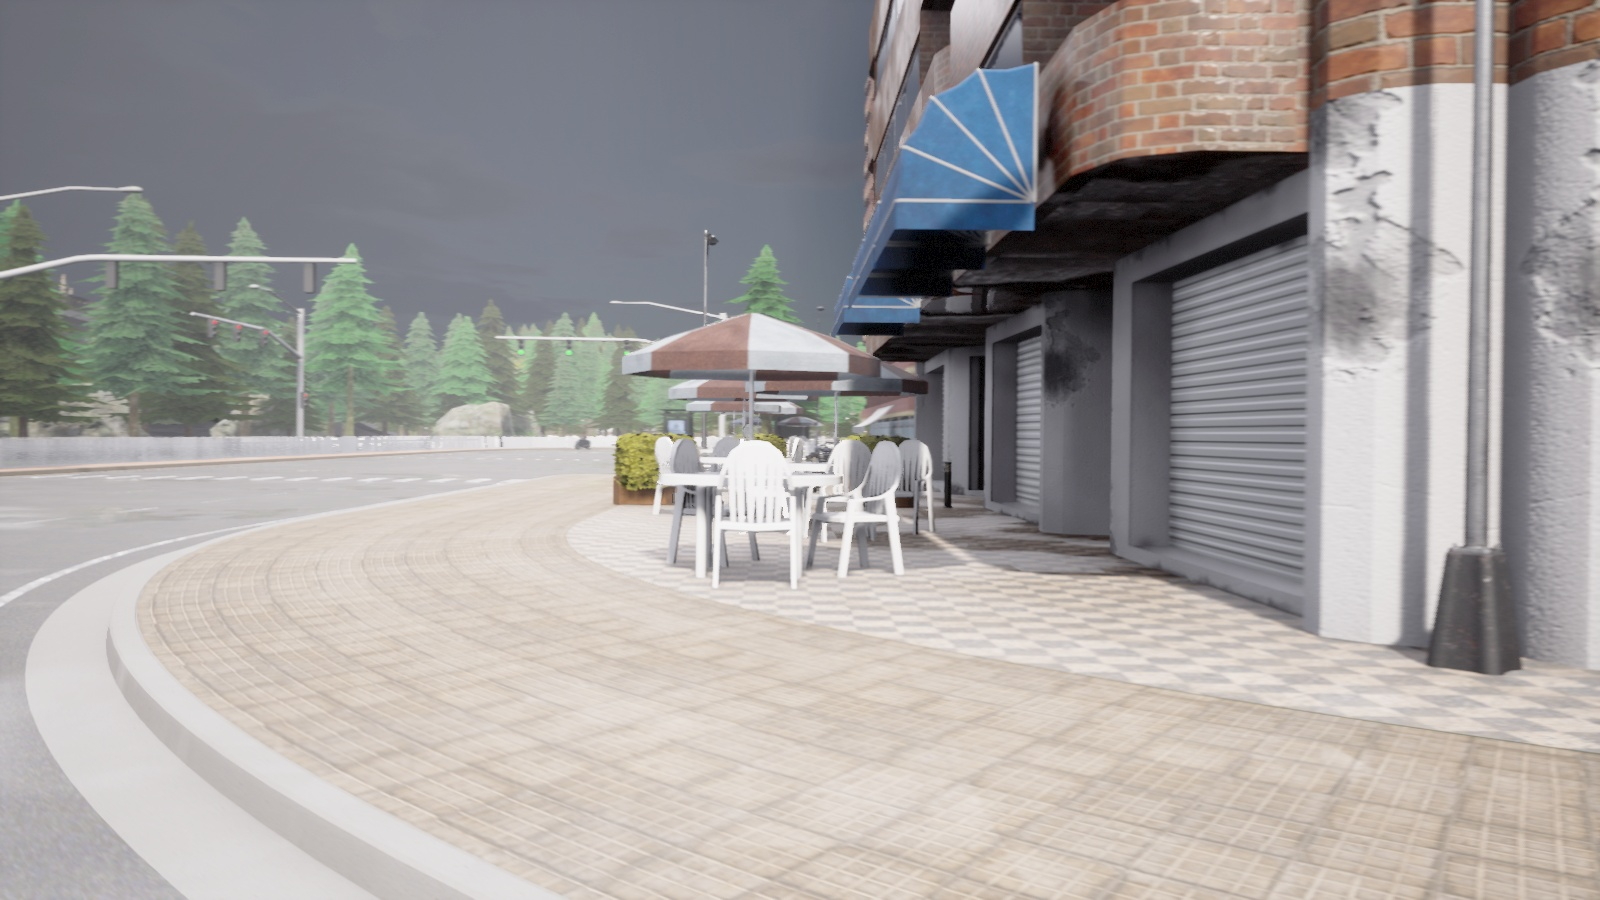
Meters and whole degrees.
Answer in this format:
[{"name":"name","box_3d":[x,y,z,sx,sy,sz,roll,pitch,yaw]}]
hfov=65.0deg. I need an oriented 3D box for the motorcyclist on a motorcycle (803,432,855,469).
[{"name":"motorcyclist on a motorcycle","box_3d":[1.341,0.019,58.202,2.350,1.649,0.766,-1,1,-1]}]
